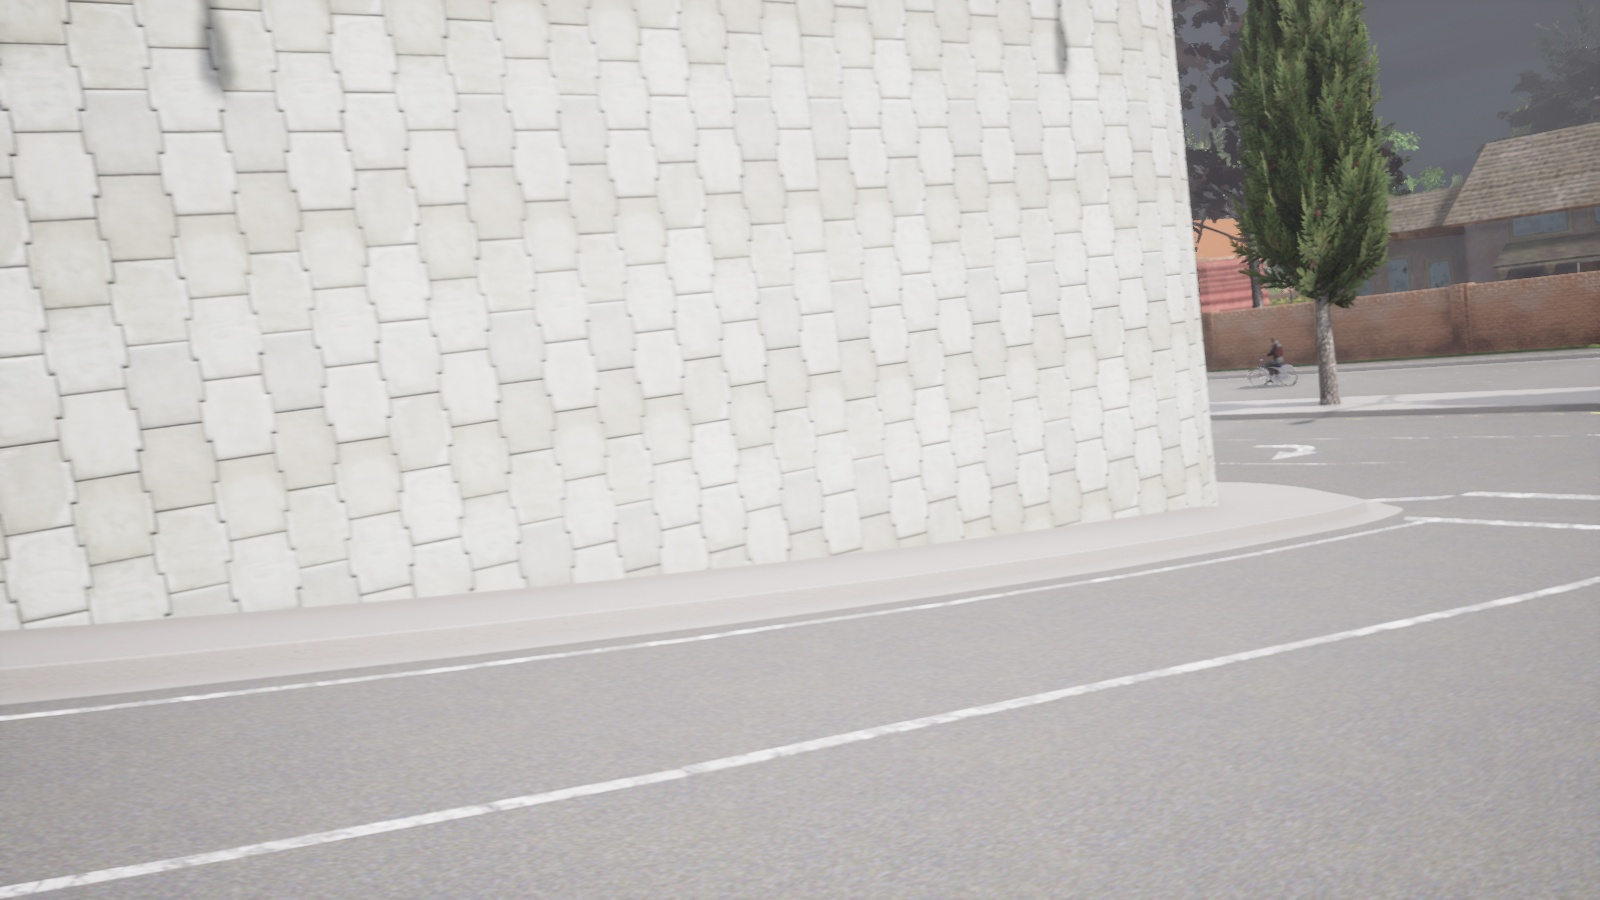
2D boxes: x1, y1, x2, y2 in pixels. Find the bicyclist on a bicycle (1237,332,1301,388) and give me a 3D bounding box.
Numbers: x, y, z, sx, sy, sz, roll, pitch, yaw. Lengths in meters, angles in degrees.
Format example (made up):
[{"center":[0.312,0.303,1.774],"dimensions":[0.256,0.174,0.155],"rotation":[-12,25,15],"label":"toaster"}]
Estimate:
[{"center":[16.099,-3.076,43.110],"dimensions":[0.659,1.776,1.843],"rotation":[-11,6,-36],"label":"bicyclist on a bicycle"}]
